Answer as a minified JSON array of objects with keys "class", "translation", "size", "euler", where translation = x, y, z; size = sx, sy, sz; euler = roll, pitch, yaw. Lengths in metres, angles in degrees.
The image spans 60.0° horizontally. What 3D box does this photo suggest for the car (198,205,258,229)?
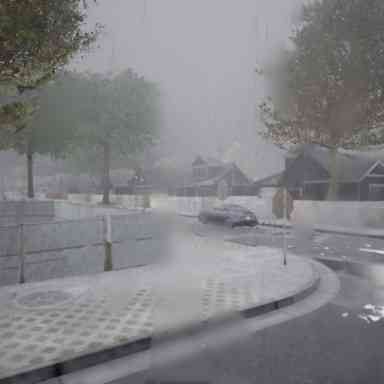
[{"class":"car","translation":[2.171,1.484,21.013],"size":[1.994,1.385,4.181],"euler":[0,0,-32]}]
